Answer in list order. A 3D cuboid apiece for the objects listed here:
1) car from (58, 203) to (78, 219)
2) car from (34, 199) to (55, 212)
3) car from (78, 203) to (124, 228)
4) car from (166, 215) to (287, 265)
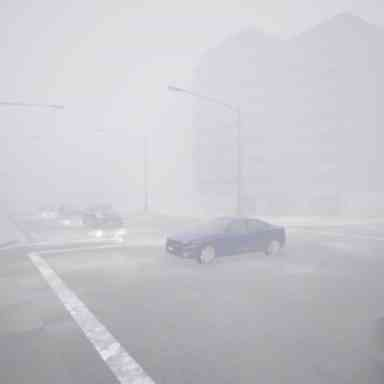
[{"bbox_3d":[-12.714,1.937,34.905,1.882,1.535,5.008,0,-1,-31],"label":"car"},{"bbox_3d":[-21.493,2.142,49.234,2.128,1.511,4.902,0,-1,-31],"label":"car"},{"bbox_3d":[-6.844,1.685,25.373,2.097,1.767,4.553,0,-1,-32],"label":"car"},{"bbox_3d":[1.392,1.667,12.652,5.008,1.535,1.882,1,-1,-32],"label":"car"}]
